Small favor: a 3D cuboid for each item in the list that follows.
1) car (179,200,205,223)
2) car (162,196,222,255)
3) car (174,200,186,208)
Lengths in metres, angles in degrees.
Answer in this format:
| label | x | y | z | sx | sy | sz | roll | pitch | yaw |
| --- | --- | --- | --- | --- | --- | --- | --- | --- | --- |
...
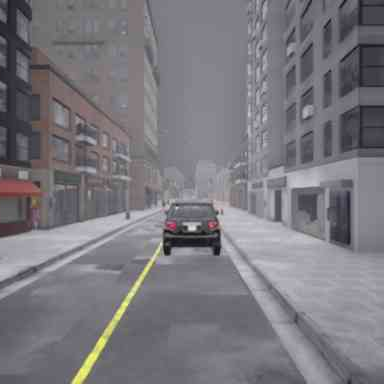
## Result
| label | x | y | z | sx | sy | sz | roll | pitch | yaw |
| --- | --- | --- | --- | --- | --- | --- | --- | --- | --- |
| car | 0.052 | 1.644 | 29.053 | 2.097 | 1.767 | 4.553 | 0 | -1 | 1 |
| car | 0.000 | 1.355 | 14.021 | 2.150 | 2.045 | 5.566 | 0 | 0 | 0 |
| car | -2.242 | 2.225 | 63.749 | 1.994 | 1.385 | 4.181 | 0 | -1 | 0 |
